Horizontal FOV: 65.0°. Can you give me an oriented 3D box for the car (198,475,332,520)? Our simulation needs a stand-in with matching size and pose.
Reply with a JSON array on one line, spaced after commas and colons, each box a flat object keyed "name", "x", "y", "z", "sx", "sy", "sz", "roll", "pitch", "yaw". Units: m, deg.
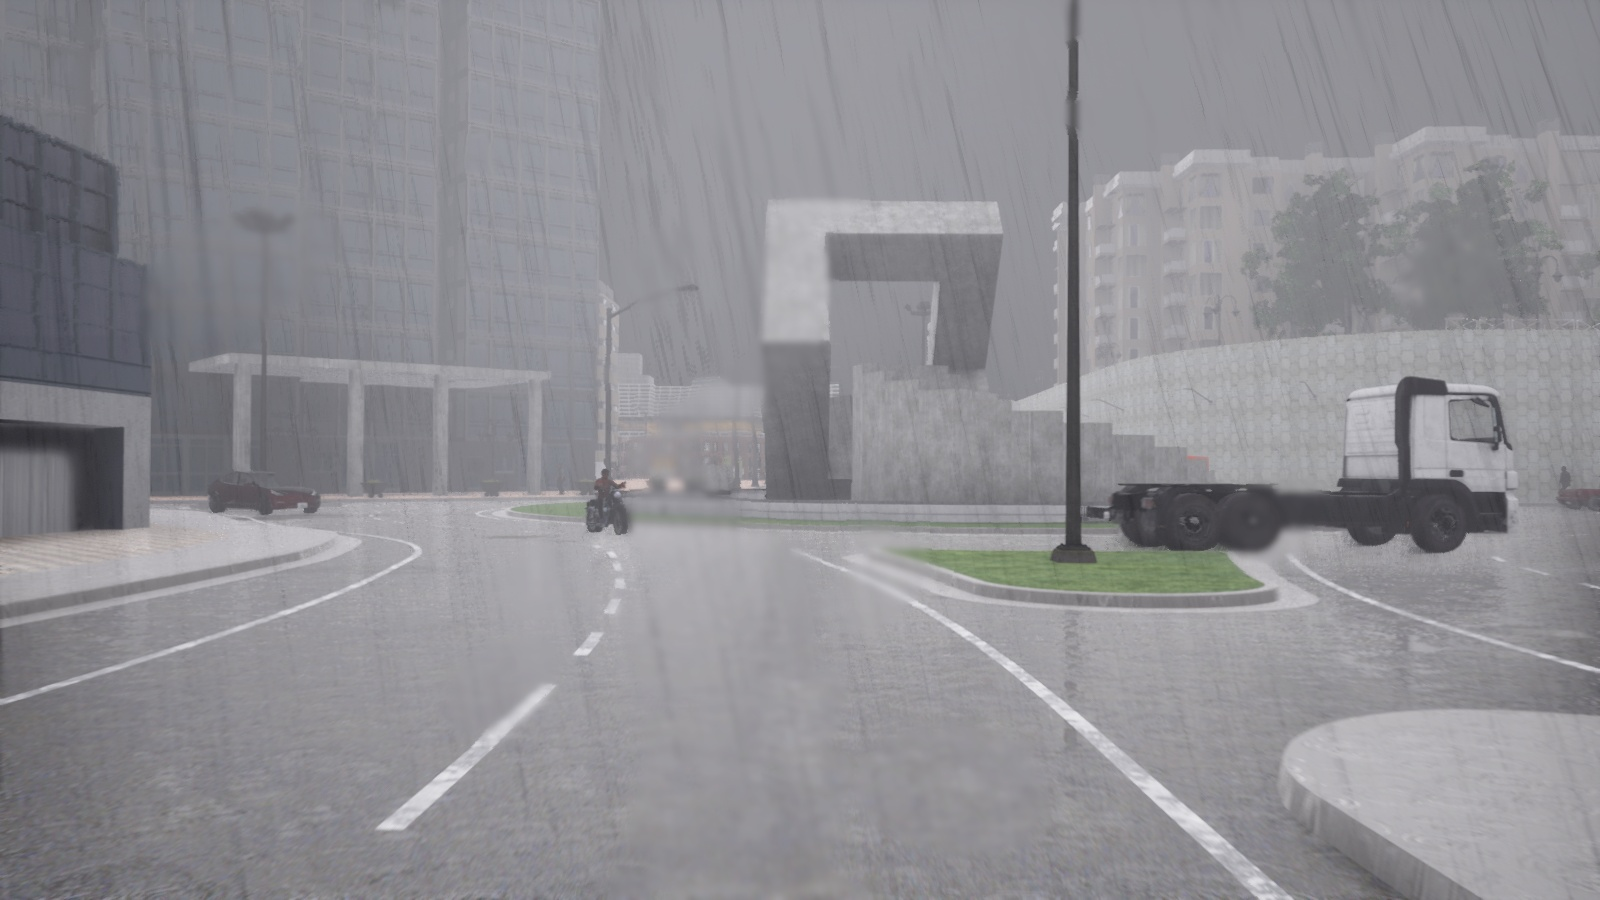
[{"name": "car", "x": -18.785, "y": 1.626, "z": 44.006, "sx": 4.792, "sy": 1.488, "sz": 2.163, "roll": -1, "pitch": -1, "yaw": 36}]

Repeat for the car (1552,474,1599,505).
[{"name": "car", "x": 35.132, "y": 1.674, "z": 53.722, "sx": 4.718, "sy": 1.301, "sz": 1.895, "roll": 0, "pitch": -1, "yaw": 3}]

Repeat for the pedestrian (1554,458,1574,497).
[{"name": "pedestrian", "x": 37.513, "y": 1.352, "z": 61.658, "sx": 0.692, "sy": 1.930, "sz": 0.395, "roll": 0, "pitch": -1, "yaw": -3}]

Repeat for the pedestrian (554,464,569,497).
[{"name": "pedestrian", "x": -13.623, "y": 1.733, "z": 71.667, "sx": 0.694, "sy": 1.848, "sz": 0.540, "roll": 0, "pitch": -1, "yaw": -31}]

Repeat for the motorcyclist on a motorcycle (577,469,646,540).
[{"name": "motorcyclist on a motorcycle", "x": -4.621, "y": 1.296, "z": 30.610, "sx": 0.766, "sy": 1.649, "sz": 2.350, "roll": 0, "pitch": -1, "yaw": -33}]

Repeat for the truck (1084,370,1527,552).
[{"name": "truck", "x": 10.163, "y": 0.223, "z": 25.726, "sx": 7.936, "sy": 3.462, "sz": 2.891, "roll": 0, "pitch": -1, "yaw": -5}]
